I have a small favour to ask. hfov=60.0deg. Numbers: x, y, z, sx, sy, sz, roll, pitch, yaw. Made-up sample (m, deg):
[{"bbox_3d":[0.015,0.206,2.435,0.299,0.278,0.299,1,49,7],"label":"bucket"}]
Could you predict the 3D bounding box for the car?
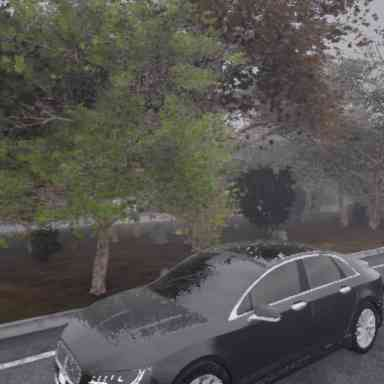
[{"bbox_3d":[0.762,1.504,4.534,4.892,1.490,1.837,0,0,-35],"label":"car"}]
